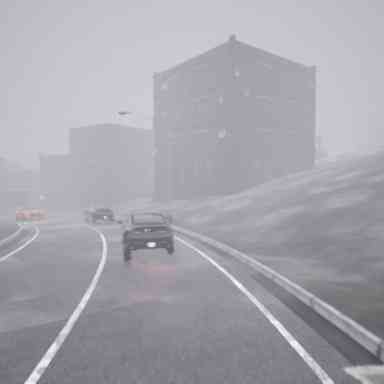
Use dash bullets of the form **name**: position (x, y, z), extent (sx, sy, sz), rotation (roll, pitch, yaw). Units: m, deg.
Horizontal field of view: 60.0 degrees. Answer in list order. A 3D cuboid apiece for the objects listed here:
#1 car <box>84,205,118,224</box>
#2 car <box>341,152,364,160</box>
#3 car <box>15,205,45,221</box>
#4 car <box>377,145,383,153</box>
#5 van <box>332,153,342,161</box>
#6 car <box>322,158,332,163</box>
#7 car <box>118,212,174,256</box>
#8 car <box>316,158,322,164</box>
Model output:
- **car**: position (-8.340, 1.897, 29.560), extent (1.837, 1.490, 4.892), rotation (-1, -1, -29)
- **car**: position (26.782, -5.599, 54.104), extent (2.231, 1.521, 4.892), rotation (0, 1, 4)
- **car**: position (-17.827, 2.239, 36.575), extent (2.097, 1.767, 4.553), rotation (-2, -1, -41)
- **car**: position (25.939, -5.435, 43.120), extent (2.185, 1.767, 4.553), rotation (0, 2, 4)
- **van**: position (27.194, -5.961, 59.479), extent (1.878, 1.987, 4.442), rotation (0, 1, 4)
- **car**: position (27.628, -5.832, 65.109), extent (2.002, 1.452, 4.674), rotation (0, 1, 4)
- **car**: position (-1.952, 1.572, 13.692), extent (1.837, 1.490, 4.892), rotation (0, -1, -14)
- **car**: position (28.046, -6.249, 70.573), extent (2.435, 2.045, 5.566), rotation (0, 1, 4)
